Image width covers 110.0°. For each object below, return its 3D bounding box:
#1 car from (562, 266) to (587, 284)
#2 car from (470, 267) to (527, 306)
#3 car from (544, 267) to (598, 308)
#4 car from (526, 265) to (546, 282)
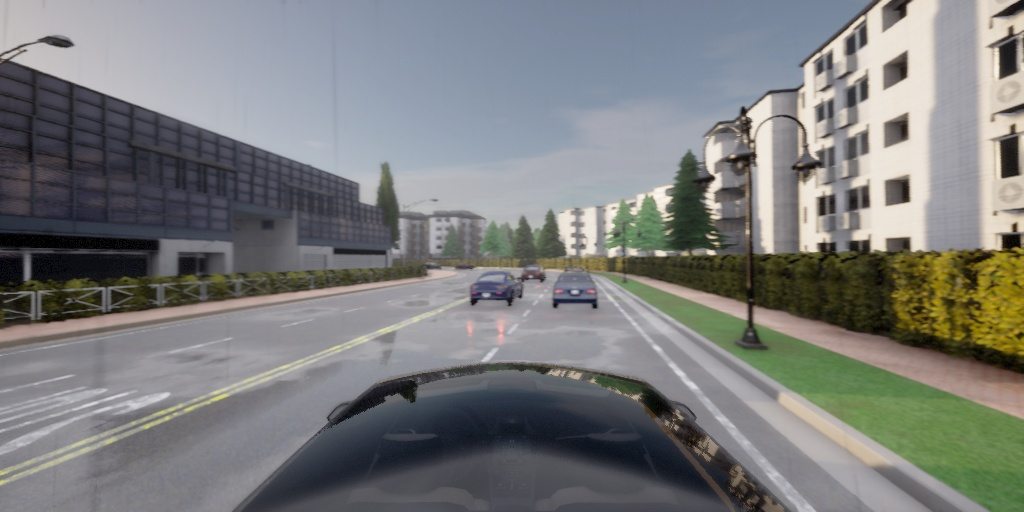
[{"bbox_3d":[5.320,1.548,30.593,1.895,1.301,4.718,-1,0,10],"label":"car"},{"bbox_3d":[-0.632,1.408,16.668,1.812,1.442,4.674,-1,0,10],"label":"car"},{"bbox_3d":[2.747,1.391,15.698,2.033,1.411,5.357,-1,0,10],"label":"car"},{"bbox_3d":[1.919,1.510,31.473,1.812,1.442,4.674,-1,0,10],"label":"car"}]
